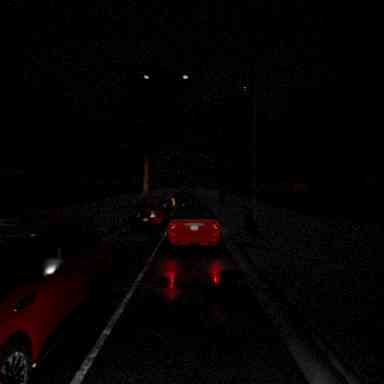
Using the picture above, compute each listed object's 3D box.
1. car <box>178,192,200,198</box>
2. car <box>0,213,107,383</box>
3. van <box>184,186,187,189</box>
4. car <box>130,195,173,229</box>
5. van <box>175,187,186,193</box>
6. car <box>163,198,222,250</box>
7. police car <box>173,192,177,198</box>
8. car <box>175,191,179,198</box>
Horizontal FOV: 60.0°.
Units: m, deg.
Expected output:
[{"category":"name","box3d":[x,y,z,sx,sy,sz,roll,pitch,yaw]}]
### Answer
[{"category":"car","box3d":[0.090,1.170,29.355,2.097,1.767,4.553,0,1,0]},{"category":"car","box3d":[-2.655,1.320,4.748,2.192,1.841,5.009,-1,0,0]},{"category":"van","box3d":[-2.616,0.108,76.825,1.690,1.788,3.998,1,2,0]},{"category":"car","box3d":[-2.645,1.230,21.384,2.192,1.841,5.009,-1,0,0]},{"category":"van","box3d":[-2.622,0.430,65.739,1.690,1.788,3.998,0,1,0]},{"category":"car","box3d":[0.088,1.324,14.309,2.097,1.767,4.553,0,0,0]},{"category":"police car","box3d":[-3.004,1.145,35.465,1.930,1.638,5.238,0,1,0]},{"category":"car","box3d":[-3.009,1.078,42.355,1.882,1.535,5.008,0,1,0]}]
